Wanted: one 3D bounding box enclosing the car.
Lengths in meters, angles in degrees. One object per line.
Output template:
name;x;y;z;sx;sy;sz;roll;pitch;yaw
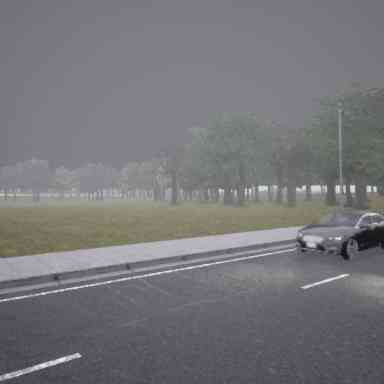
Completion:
car;5.878;1.483;12.481;4.902;1.511;2.128;0;0;-38
